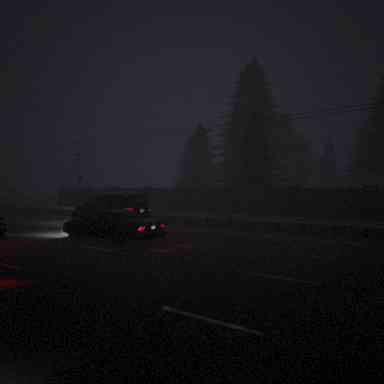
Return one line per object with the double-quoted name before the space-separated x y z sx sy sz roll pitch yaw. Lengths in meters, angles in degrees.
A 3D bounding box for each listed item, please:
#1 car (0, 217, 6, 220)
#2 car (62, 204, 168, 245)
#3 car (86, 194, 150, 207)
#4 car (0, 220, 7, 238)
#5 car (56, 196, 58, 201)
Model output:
"car" -10.605 1.442 15.849 4.674 1.442 1.812 0 0 36
"car" -3.628 1.493 15.158 5.357 1.411 2.033 0 0 36
"car" -5.013 1.147 20.456 5.566 2.045 2.150 0 0 36
"car" -7.695 1.493 9.461 5.357 1.411 2.033 0 0 36
"car" -21.760 0.973 60.471 5.566 2.045 2.150 0 0 -29
